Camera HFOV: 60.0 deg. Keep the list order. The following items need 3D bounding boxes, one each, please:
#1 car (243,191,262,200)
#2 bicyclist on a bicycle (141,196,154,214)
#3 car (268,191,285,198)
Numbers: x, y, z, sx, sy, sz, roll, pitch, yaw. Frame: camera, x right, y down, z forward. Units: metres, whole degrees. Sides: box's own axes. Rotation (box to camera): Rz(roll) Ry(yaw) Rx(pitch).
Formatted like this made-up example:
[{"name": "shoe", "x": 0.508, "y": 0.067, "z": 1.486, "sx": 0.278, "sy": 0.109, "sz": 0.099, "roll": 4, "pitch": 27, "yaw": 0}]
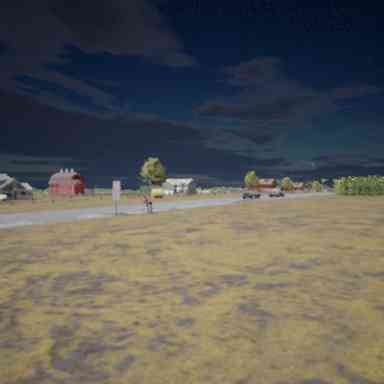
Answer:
[{"name": "car", "x": 10.525, "y": 0.553, "z": 57.931, "sx": 1.837, "sy": 1.490, "sz": 4.892, "roll": 1, "pitch": 1, "yaw": 36}, {"name": "bicyclist on a bicycle", "x": -4.127, "y": 1.200, "z": 30.561, "sx": 1.656, "sy": 1.620, "sz": 0.582, "roll": -1, "pitch": 1, "yaw": 35}, {"name": "car", "x": 17.190, "y": 0.398, "z": 67.318, "sx": 2.033, "sy": 1.411, "sz": 5.357, "roll": 1, "pitch": 1, "yaw": 35}]
